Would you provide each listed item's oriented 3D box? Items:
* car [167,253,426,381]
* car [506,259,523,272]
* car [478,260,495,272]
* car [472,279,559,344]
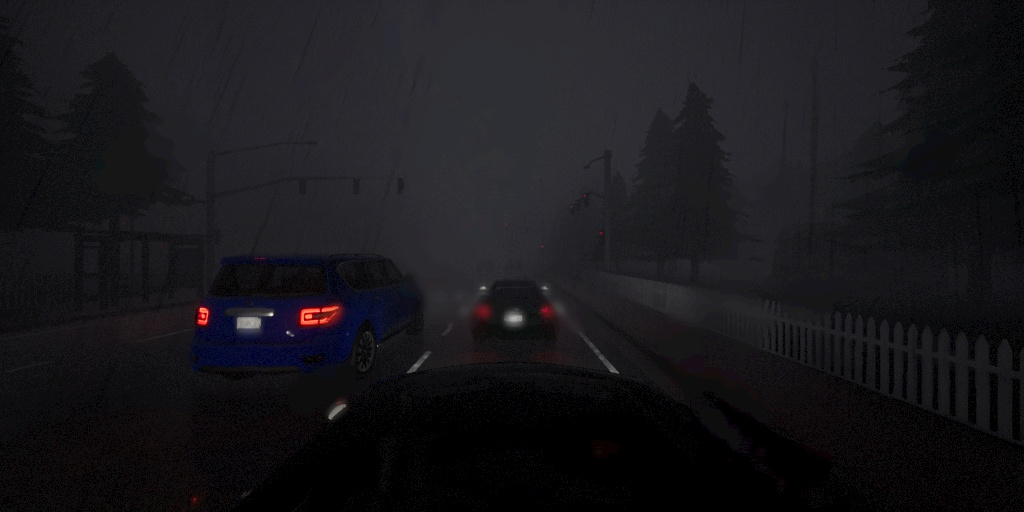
[{"bbox_3d":[-3.403,0.972,7.356,2.150,2.045,5.566,0,0,0],"label":"car"},{"bbox_3d":[0.284,1.097,45.495,2.097,1.767,4.553,0,0,0],"label":"car"},{"bbox_3d":[-3.219,1.238,45.382,2.128,1.511,4.902,0,0,0],"label":"car"},{"bbox_3d":[0.090,1.313,9.635,1.994,1.385,4.181,0,0,1],"label":"car"}]
